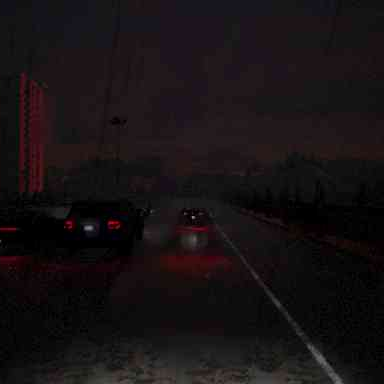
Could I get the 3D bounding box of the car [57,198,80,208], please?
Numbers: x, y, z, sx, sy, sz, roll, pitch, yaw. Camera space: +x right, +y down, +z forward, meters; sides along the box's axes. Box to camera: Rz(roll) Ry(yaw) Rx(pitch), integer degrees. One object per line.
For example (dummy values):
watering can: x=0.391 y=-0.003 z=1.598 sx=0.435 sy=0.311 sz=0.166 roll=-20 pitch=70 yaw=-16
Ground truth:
car: x=-20.290 y=1.779 z=54.905 sx=1.882 sy=1.535 sz=5.008 roll=0 pitch=0 yaw=2

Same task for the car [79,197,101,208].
car: x=-16.795 y=1.653 z=54.780 sx=2.097 sy=1.767 sz=4.553 roll=0 pitch=0 yaw=2

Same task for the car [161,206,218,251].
car: x=0.071 y=1.570 z=14.380 sx=2.128 sy=1.511 sz=4.902 roll=0 pitch=-1 yaw=0

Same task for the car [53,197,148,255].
car: x=-3.433 y=1.300 z=13.830 sx=2.150 sy=2.045 sz=5.566 roll=0 pitch=0 yaw=1

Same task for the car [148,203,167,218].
car: x=-3.307 y=1.732 z=30.510 sx=1.994 sy=1.385 sz=4.181 roll=0 pitch=0 yaw=1

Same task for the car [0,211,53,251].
car: x=-6.929 y=1.570 z=14.377 sx=2.128 sy=1.511 sz=4.902 roll=0 pitch=-1 yaw=0

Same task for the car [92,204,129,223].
car: x=-6.858 y=1.758 z=28.482 sx=1.895 sy=1.301 sz=4.718 roll=0 pitch=0 yaw=1

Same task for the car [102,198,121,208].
car: x=-13.285 y=1.807 z=55.167 sx=1.837 sy=1.490 sz=4.892 roll=0 pitch=0 yaw=2
